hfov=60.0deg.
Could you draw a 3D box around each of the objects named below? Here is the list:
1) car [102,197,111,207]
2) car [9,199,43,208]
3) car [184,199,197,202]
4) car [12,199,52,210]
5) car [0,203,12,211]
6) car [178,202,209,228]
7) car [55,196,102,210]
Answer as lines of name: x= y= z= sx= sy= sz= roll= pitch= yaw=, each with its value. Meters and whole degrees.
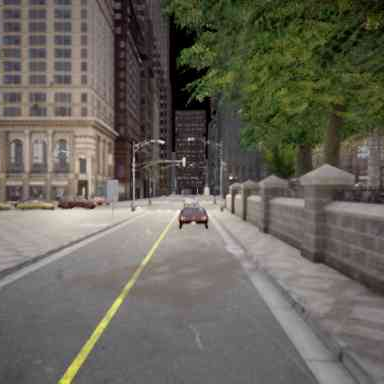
car: x=-14.873 y=1.543 z=51.946 sx=4.097 sy=1.590 sz=1.967 roll=-1 pitch=1 yaw=0
car: x=-25.951 y=1.816 z=51.980 sx=4.313 sy=1.339 sz=1.947 roll=-1 pitch=1 yaw=0
car: x=-0.175 y=1.495 z=38.377 sx=2.033 sy=1.411 sz=5.357 roll=0 pitch=0 yaw=-3
car: x=-20.257 y=1.736 z=43.437 sx=4.829 sy=1.417 sz=1.752 roll=-1 pitch=1 yaw=0
car: x=-25.797 y=1.810 z=43.454 sx=4.829 sy=1.417 sz=1.752 roll=-1 pitch=1 yaw=0
car: x=0.096 y=1.571 z=21.967 sx=1.895 sy=1.301 sz=4.718 roll=0 pitch=0 yaw=0
car: x=-14.889 y=1.454 z=43.419 sx=5.009 sy=1.841 sz=2.192 roll=-1 pitch=1 yaw=0
